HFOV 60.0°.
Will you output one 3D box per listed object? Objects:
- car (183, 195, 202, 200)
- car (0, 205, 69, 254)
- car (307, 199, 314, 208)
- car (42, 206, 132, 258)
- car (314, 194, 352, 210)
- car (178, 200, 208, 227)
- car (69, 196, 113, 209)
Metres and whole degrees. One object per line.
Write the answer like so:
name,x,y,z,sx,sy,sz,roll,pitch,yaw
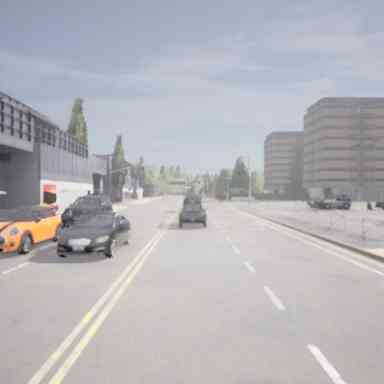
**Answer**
car,0.045,1.315,40.406,2.150,2.045,5.566,0,0,0
car,-7.001,1.384,13.489,2.097,1.767,4.553,0,0,0
car,17.766,1.252,44.242,4.605,1.855,1.932,0,0,-2
car,-3.585,1.523,12.971,2.128,1.511,4.902,0,0,0
car,17.786,1.248,41.347,3.866,1.878,1.905,0,0,-2
car,0.061,1.545,23.057,2.128,1.511,4.902,0,0,0
car,-7.022,1.276,23.082,2.150,2.045,5.566,0,0,1
